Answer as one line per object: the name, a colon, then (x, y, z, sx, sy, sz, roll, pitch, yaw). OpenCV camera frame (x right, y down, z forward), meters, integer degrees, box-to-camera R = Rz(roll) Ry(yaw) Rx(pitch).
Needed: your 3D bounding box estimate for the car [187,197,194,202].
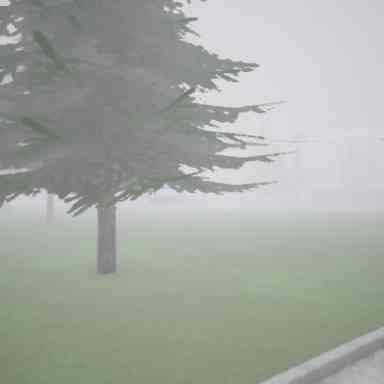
car: (-2.562, 1.178, 47.051, 4.674, 1.442, 1.812, 0, 0, 14)

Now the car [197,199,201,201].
car: (-0.826, 1.177, 53.833, 4.674, 1.442, 1.812, 0, 0, 14)

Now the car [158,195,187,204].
car: (-3.429, 1.178, 43.660, 4.674, 1.442, 1.812, 0, 0, 14)
